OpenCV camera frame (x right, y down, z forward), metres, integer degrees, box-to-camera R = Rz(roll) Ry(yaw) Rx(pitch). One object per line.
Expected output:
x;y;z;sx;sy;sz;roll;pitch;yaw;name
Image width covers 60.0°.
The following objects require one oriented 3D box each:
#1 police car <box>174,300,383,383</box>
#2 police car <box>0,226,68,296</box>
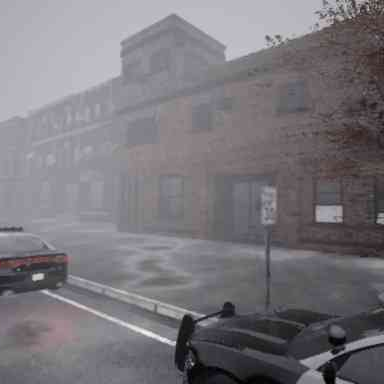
2.024;1.610;2.687;5.238;1.638;1.930;-1;-4;42;police car
-5.437;1.781;9.343;5.238;1.638;1.930;-1;-4;42;police car
